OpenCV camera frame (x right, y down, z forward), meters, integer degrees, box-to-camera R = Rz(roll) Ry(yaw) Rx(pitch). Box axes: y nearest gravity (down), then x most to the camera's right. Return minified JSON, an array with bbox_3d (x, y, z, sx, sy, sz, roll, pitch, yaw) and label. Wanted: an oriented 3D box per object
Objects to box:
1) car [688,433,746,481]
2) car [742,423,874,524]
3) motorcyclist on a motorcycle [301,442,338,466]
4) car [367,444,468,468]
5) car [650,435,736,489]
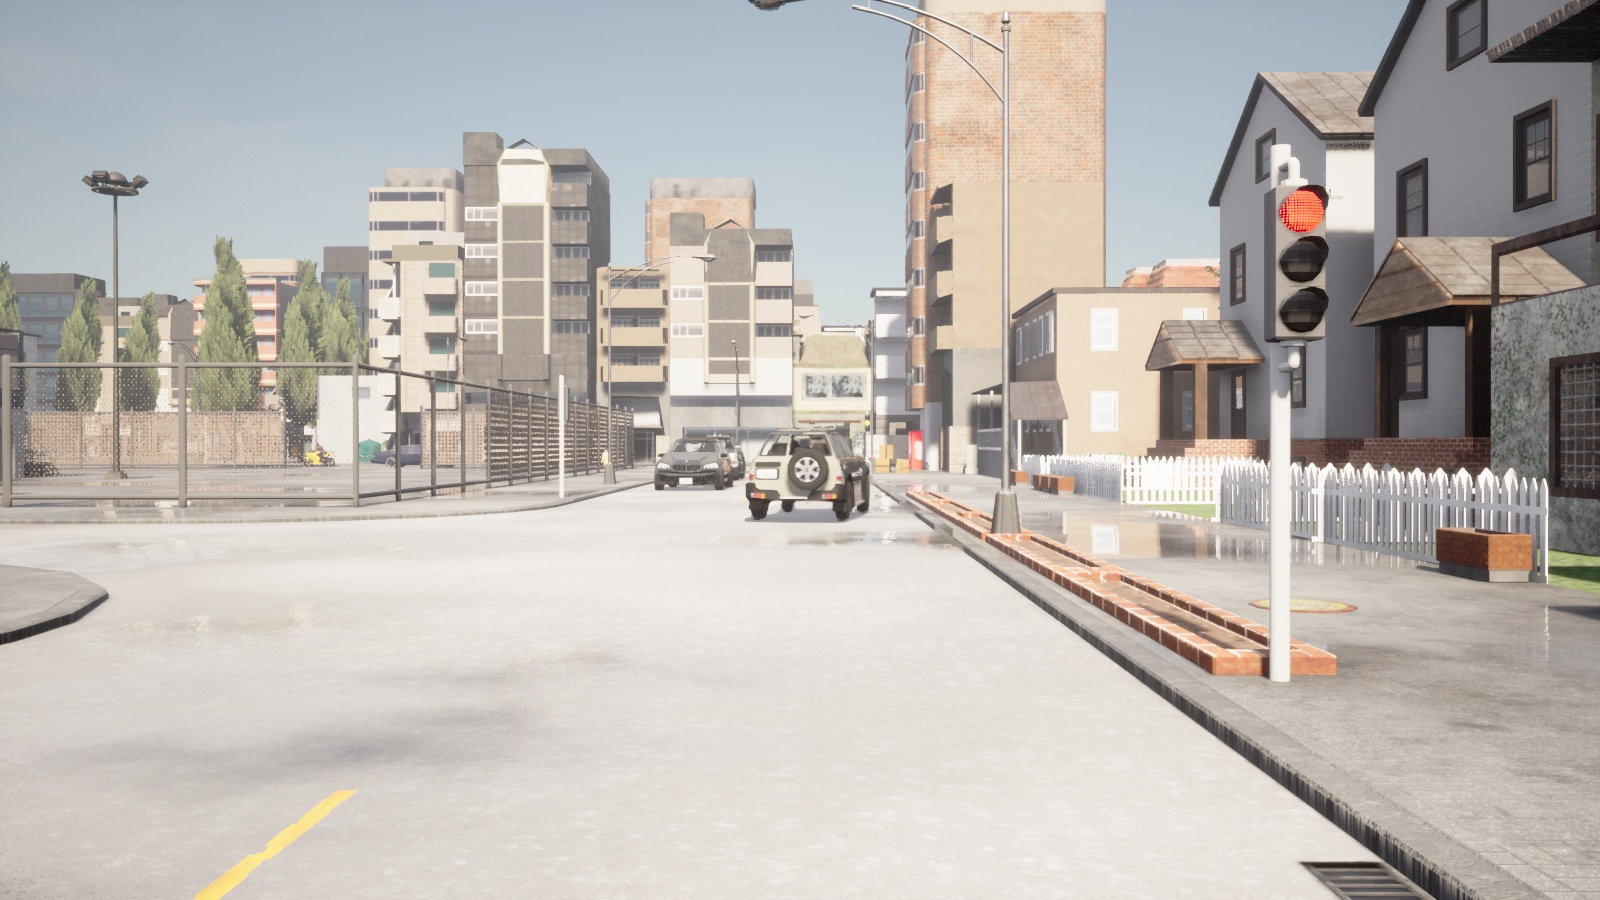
[{"bbox_3d":[-3.313,0.273,50.980,1.932,1.855,4.605,0,0,2],"label":"car"},{"bbox_3d":[0.277,0.419,25.560,1.932,1.855,4.605,0,0,10],"label":"car"},{"bbox_3d":[-30.227,0.258,78.965,2.044,1.523,0.797,0,0,1],"label":"motorcyclist on a motorcycle"},{"bbox_3d":[-22.766,0.353,74.878,5.357,1.411,2.033,0,0,1],"label":"car"},{"bbox_3d":[-3.419,0.357,41.005,2.242,1.667,4.611,0,0,2],"label":"car"}]
